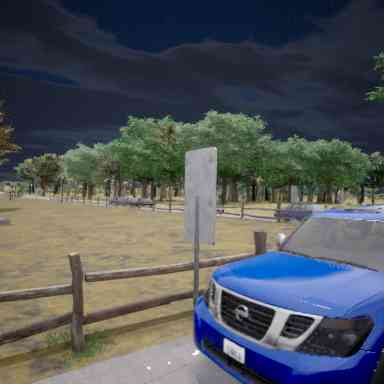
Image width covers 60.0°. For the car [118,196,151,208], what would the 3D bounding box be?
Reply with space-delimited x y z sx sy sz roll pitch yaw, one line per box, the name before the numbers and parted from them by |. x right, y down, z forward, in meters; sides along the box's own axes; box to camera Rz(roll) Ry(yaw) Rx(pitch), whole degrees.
car | -8.500 1.557 48.747 2.033 1.411 5.357 2 -1 -35

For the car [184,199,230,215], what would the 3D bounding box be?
car | 1.454 1.508 34.727 2.128 1.511 4.902 2 -1 -36

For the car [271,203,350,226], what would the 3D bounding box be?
car | 8.586 1.568 24.671 2.033 1.411 5.357 2 -1 -34

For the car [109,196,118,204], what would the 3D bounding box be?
car | -13.569 1.555 60.701 2.128 1.511 4.902 2 -1 -35

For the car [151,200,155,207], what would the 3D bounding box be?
car | -7.720 1.629 52.583 2.033 1.411 5.357 2 -1 -35

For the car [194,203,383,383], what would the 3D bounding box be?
car | 2.711 1.230 4.818 5.566 2.045 2.150 0 0 -34
